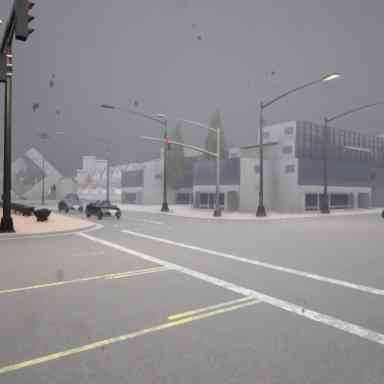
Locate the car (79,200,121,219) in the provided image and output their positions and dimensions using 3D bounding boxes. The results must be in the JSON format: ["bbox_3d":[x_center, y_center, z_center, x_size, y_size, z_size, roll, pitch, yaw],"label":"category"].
[{"bbox_3d":[-7.771,1.501,28.881,2.128,1.511,4.902,1,0,-35],"label":"car"}]

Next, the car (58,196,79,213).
[{"bbox_3d":[-13.672,1.499,37.356,2.128,1.511,4.902,1,0,-35],"label":"car"}]

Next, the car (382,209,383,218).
[{"bbox_3d":[19.322,1.751,30.702,4.181,1.385,1.994,0,0,-36],"label":"car"}]

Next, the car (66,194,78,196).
[{"bbox_3d":[-19.812,1.272,54.831,2.150,2.045,5.566,1,0,-21],"label":"car"}]
